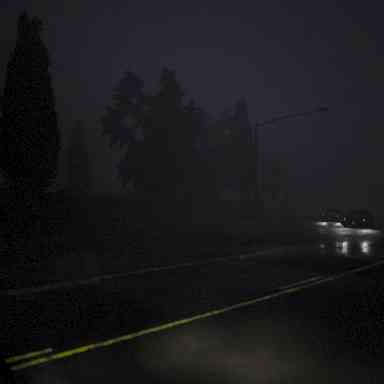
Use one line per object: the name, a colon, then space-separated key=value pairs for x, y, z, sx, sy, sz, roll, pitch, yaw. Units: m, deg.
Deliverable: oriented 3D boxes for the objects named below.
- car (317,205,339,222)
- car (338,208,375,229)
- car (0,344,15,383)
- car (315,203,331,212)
car: x=15.024 y=2.404 z=35.257 sx=1.812 sy=1.442 sz=4.674 roll=0 pitch=-2 yaw=33
car: x=14.087 y=2.218 z=27.982 sx=1.812 sy=1.442 sz=4.674 roll=0 pitch=-2 yaw=37
car: x=-3.752 y=1.199 z=1.188 sx=5.566 sy=2.045 sz=2.150 roll=2 pitch=-1 yaw=-35
car: x=26.855 y=3.155 z=66.977 sx=2.150 sy=2.045 sz=5.566 roll=0 pitch=-1 yaw=-6
